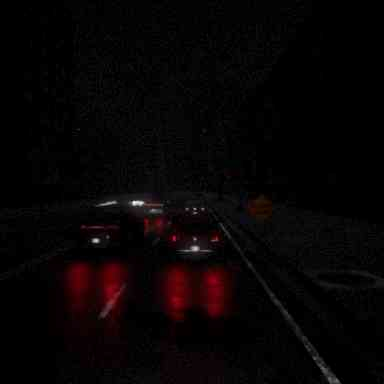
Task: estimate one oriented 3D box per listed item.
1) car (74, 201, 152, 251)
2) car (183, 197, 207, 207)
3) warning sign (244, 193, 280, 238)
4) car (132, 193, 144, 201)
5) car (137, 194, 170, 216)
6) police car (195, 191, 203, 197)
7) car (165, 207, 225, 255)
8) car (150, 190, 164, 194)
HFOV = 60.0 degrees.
[{"bbox_3d":[-3.098,1.352,13.294,2.128,1.511,4.902,0,1,1],"label":"car"},{"bbox_3d":[0.261,1.312,27.661,1.895,1.301,4.718,0,1,1],"label":"car"},{"bbox_3d":[2.963,0.967,14.138,1.300,1.860,1.060,0,0,0],"label":"warning sign"},{"bbox_3d":[-9.317,0.882,59.064,2.128,1.511,4.902,0,1,1],"label":"car"},{"bbox_3d":[-2.977,1.196,28.297,2.128,1.511,4.902,0,1,1],"label":"car"},{"bbox_3d":[1.817,0.563,84.256,1.930,1.638,5.238,0,1,0],"label":"police car"},{"bbox_3d":[0.140,1.468,12.670,1.895,1.301,4.718,0,1,1],"label":"car"},{"bbox_3d":[-6.071,0.612,58.973,2.150,2.045,5.566,0,1,1],"label":"car"}]
